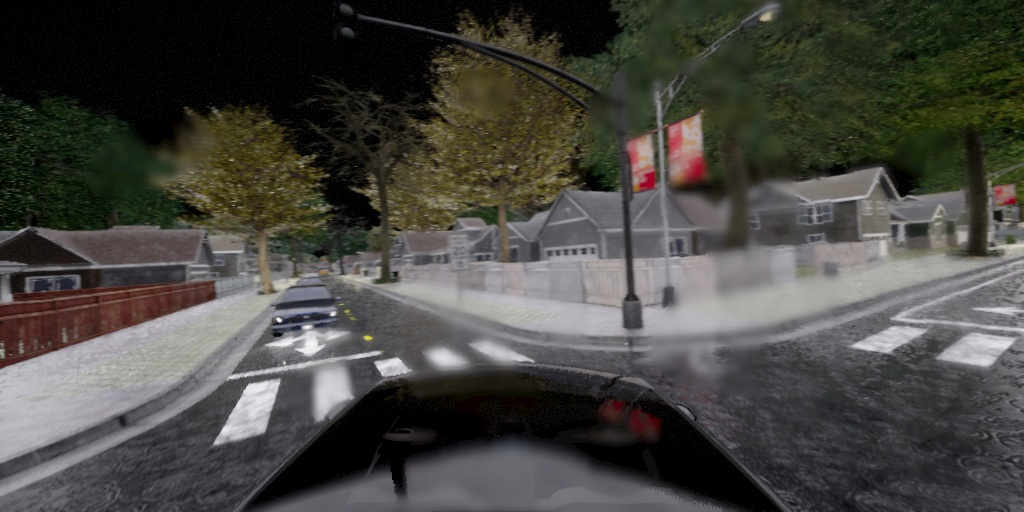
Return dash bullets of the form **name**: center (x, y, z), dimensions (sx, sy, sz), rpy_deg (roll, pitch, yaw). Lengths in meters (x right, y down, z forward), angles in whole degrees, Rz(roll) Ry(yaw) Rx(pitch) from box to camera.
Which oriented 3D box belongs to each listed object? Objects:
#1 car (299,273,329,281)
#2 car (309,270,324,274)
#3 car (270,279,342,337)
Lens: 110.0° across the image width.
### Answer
- **car**: center (-13.324, 2.124, 23.722), dimensions (2.033, 1.411, 5.357), rpy_deg (-3, 0, -29)
- **car**: center (-23.372, 2.740, 42.062), dimensions (1.812, 1.442, 4.674), rpy_deg (-3, 0, -29)
- **car**: center (-7.181, 1.740, 12.625), dimensions (2.033, 1.411, 5.357), rpy_deg (-3, 0, -29)
